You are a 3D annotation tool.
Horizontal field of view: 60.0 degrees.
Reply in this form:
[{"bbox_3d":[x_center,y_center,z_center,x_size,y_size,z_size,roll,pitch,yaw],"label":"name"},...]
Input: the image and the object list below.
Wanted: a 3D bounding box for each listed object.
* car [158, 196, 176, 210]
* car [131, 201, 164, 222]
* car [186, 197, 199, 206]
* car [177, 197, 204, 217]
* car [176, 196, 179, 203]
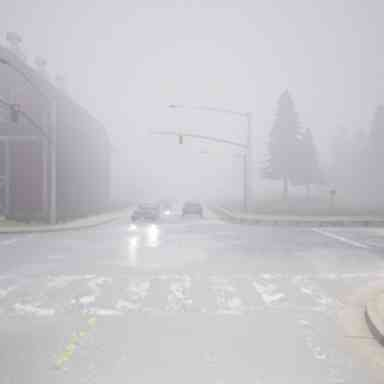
[{"bbox_3d":[-3.532,1.486,42.047,2.128,1.511,4.902,0,0,0],"label":"car"},{"bbox_3d":[-3.556,1.599,26.156,1.895,1.301,4.718,0,0,0],"label":"car"},{"bbox_3d":[0.086,1.544,56.146,2.033,1.411,5.357,0,0,0],"label":"car"},{"bbox_3d":[0.047,1.490,30.680,2.128,1.511,4.902,0,0,0],"label":"car"},{"bbox_3d":[-3.415,1.503,64.329,1.837,1.490,4.892,0,-1,0],"label":"car"}]
